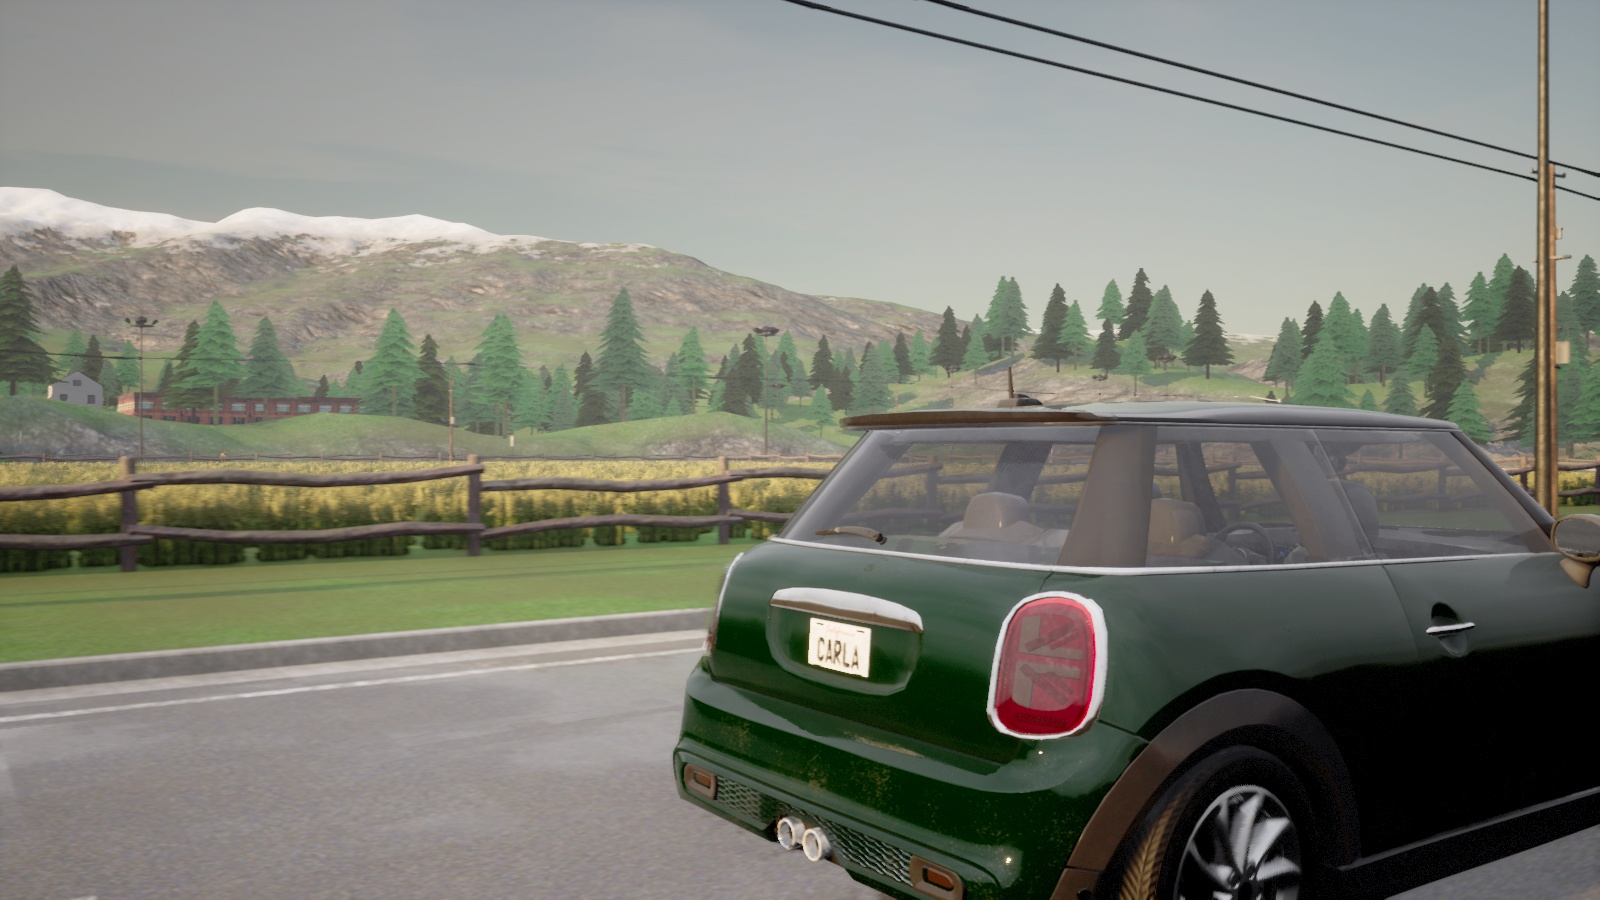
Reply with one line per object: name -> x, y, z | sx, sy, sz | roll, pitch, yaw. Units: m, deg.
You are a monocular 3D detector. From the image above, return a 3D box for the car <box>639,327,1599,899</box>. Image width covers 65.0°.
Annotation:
car -> 1.888, 0.611, 4.973 | 4.553, 1.767, 2.097 | 0, 0, -35
